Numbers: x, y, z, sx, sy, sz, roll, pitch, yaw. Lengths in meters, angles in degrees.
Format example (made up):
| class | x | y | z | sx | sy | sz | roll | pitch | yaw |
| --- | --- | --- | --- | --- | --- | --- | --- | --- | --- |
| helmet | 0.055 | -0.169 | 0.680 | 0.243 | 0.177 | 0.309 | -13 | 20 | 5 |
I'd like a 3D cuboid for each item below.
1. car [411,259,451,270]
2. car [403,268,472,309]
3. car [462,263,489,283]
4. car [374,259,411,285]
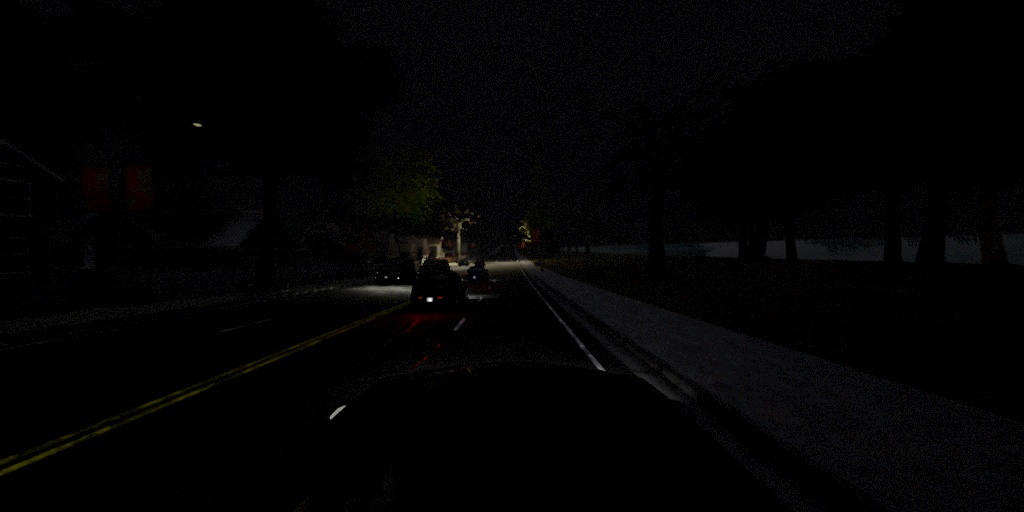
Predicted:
| class | x | y | z | sx | sy | sz | roll | pitch | yaw |
| --- | --- | --- | --- | --- | --- | --- | --- | --- | --- |
| car | -6.599 | 1.322 | 30.794 | 2.150 | 2.045 | 5.566 | 0 | 0 | 0 |
| car | -3.154 | 1.452 | 16.215 | 1.837 | 1.490 | 4.892 | 0 | -1 | 0 |
| car | -3.154 | 1.638 | 32.453 | 1.812 | 1.442 | 4.674 | 0 | 0 | 0 |
| car | -9.851 | 1.322 | 30.809 | 2.150 | 2.045 | 5.566 | 0 | 0 | 0 |
